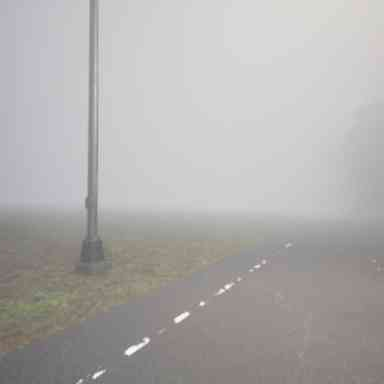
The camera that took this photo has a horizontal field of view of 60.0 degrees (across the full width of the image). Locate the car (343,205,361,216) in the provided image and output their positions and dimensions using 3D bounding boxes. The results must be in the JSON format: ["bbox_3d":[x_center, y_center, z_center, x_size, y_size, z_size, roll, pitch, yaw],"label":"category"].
[{"bbox_3d":[25.653,2.958,53.002,1.837,1.490,4.892,0,-2,19],"label":"car"}]

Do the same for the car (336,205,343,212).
[{"bbox_3d":[30.349,3.386,67.229,2.033,1.411,5.357,0,-2,17],"label":"car"}]
